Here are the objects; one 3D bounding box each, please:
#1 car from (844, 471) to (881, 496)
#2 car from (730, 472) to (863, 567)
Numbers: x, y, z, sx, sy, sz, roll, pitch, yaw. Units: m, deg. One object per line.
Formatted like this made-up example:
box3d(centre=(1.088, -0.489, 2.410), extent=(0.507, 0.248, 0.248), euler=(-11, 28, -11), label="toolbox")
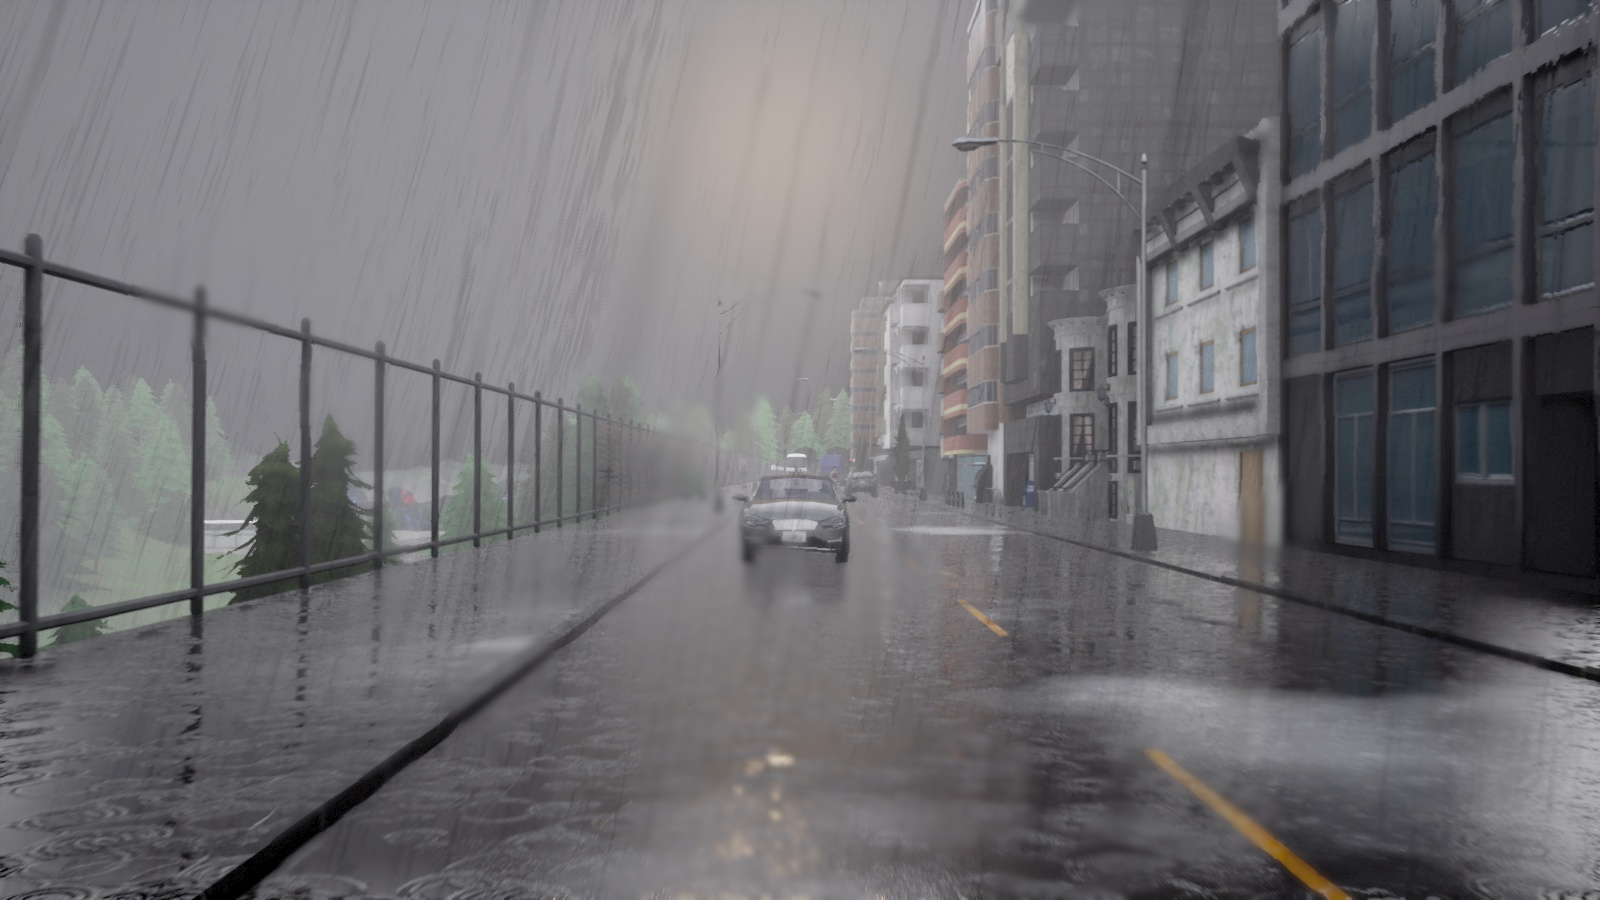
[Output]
box3d(centre=(3.786, 2.035, 76.984), extent=(2.007, 1.525, 4.514), euler=(0, -1, 0), label="car")
box3d(centre=(-0.063, 1.148, 22.536), extent=(2.128, 1.511, 4.902), euler=(0, -1, 0), label="car")
